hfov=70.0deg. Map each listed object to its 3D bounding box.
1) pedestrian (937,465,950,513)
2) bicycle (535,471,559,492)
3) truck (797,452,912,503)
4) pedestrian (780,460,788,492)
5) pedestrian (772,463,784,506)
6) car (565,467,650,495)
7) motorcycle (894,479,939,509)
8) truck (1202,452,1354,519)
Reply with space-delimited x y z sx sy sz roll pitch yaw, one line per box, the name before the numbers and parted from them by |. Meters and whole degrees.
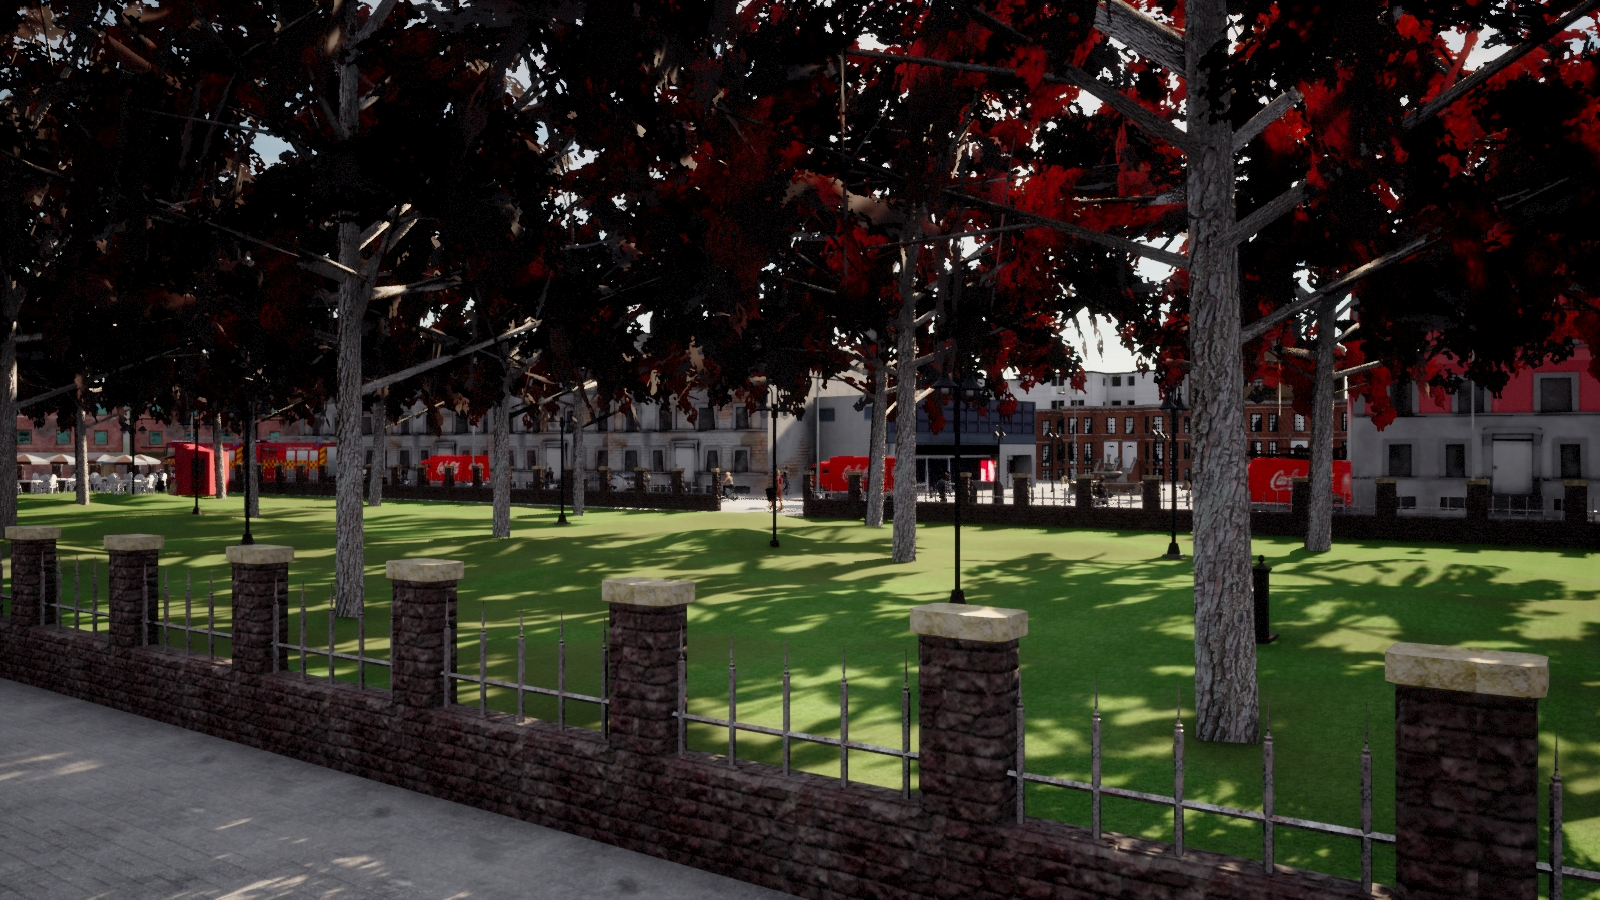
pedestrian | 5.654 1.524 45.034 0.375 1.860 0.375 0 0 35
bicycle | -15.681 1.940 70.806 1.835 1.271 0.329 0 0 35
truck | 2.740 1.348 57.854 5.204 2.467 2.627 0 0 35
pedestrian | -0.956 1.525 66.844 0.375 1.860 0.375 0 0 17
pedestrian | -0.958 1.522 49.895 0.375 1.860 0.375 0 0 32
car | -11.432 1.827 67.802 4.902 1.511 2.128 0 0 35
motorcycle | 5.218 1.962 51.221 1.805 1.236 0.856 0 0 35
truck | 19.297 1.362 46.209 5.204 2.467 2.627 1 1 35
